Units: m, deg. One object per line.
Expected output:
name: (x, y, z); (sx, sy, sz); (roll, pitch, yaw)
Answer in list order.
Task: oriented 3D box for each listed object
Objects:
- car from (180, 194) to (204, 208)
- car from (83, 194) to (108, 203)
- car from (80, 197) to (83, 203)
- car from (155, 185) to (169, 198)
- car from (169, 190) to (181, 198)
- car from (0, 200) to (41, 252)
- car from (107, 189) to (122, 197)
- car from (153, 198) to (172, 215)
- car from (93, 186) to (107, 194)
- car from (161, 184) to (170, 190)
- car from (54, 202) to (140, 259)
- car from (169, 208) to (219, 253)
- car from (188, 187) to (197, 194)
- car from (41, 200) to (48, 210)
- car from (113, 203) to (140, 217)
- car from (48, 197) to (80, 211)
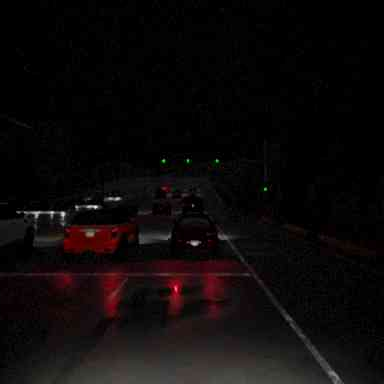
car: (0.098, 1.493, 36.146); (2.150, 2.045, 5.566); (0, 0, 0)
car: (-17.510, 1.604, 60.494); (2.033, 1.411, 5.357); (0, 3, 1)
car: (-21.006, 1.598, 60.631); (2.033, 1.411, 5.357); (0, 3, 1)
car: (-6.920, 0.268, 73.324); (2.150, 2.045, 5.566); (0, 6, 0)
car: (-3.416, 0.444, 74.133); (1.882, 1.535, 5.008); (0, 6, 0)
car: (-7.347, 1.308, 11.498); (2.150, 2.045, 5.566); (0, 0, -8)
car: (-17.406, 0.169, 76.078); (1.837, 1.490, 4.892); (0, 6, 0)
car: (-3.403, 1.765, 38.667); (1.882, 1.535, 5.008); (0, 0, 0)
car: (-20.904, -0.150, 76.273); (2.150, 2.045, 5.566); (0, 6, 0)
car: (-6.863, -1.035, 83.762); (2.150, 2.045, 5.566); (0, 7, 0)
car: (-3.406, 1.451, 13.243); (2.097, 1.767, 4.553); (0, -1, 0)
car: (0.095, 1.631, 14.012); (1.812, 1.442, 4.674); (0, 0, 0)
car: (0.082, 0.483, 73.699); (1.882, 1.535, 5.008); (0, 6, 0)
car: (-21.079, 1.858, 45.439); (1.812, 1.442, 4.674); (0, 0, 1)
car: (-6.903, 1.867, 35.541); (1.895, 1.301, 4.718); (0, 0, 0)
car: (-17.580, 1.836, 45.955); (1.837, 1.490, 4.892); (0, 1, 0)
